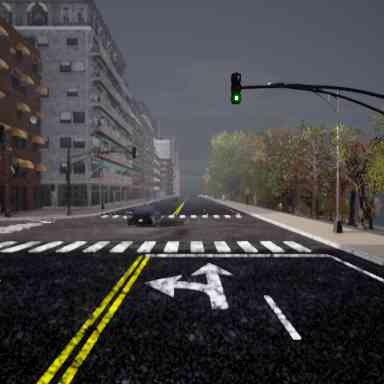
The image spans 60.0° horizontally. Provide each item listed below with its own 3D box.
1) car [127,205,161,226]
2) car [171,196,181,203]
[{"bbox_3d":[-3.301,1.635,23.468,1.994,1.385,4.181,0,0,0],"label":"car"},{"bbox_3d":[-3.401,1.578,70.610,1.994,1.385,4.181,0,0,0],"label":"car"}]
